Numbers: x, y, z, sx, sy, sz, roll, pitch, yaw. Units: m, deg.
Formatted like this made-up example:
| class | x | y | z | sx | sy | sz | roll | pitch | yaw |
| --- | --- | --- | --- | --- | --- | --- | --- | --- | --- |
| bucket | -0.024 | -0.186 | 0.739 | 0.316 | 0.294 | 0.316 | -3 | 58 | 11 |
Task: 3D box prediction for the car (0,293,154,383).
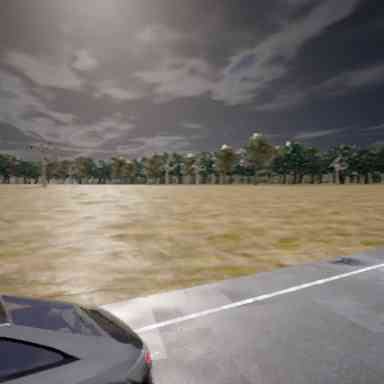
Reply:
| class | x | y | z | sx | sy | sz | roll | pitch | yaw |
| --- | --- | --- | --- | --- | --- | --- | --- | --- | --- |
| car | -2.326 | 1.564 | 2.333 | 4.181 | 1.385 | 1.994 | 0 | 0 | -35 |
